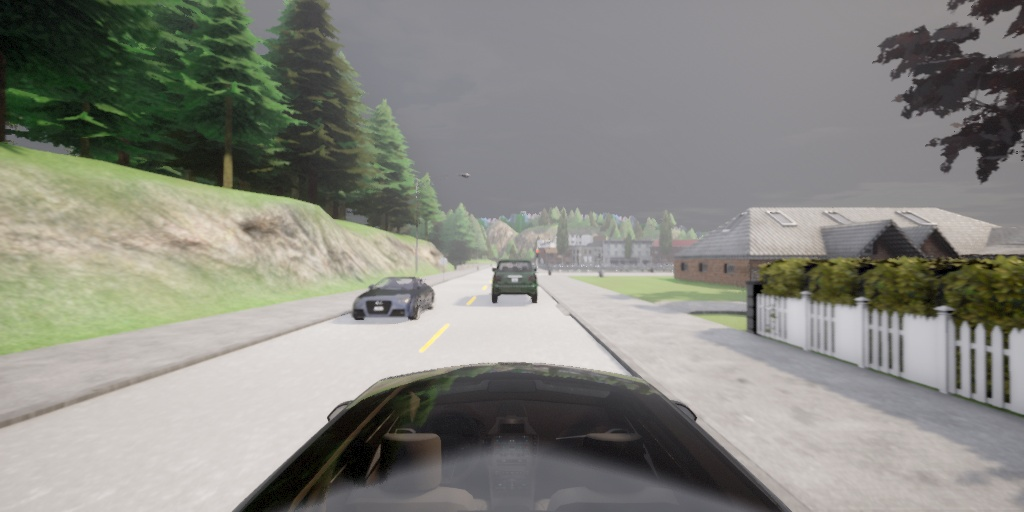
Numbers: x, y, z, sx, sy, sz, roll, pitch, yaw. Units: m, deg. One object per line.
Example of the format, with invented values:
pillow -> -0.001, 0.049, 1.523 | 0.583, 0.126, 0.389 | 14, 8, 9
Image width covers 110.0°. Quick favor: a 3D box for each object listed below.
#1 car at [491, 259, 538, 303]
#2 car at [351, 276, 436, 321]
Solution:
car -> 0.122, 1.158, 18.256 | 2.150, 2.045, 5.566 | 0, 0, 0
car -> -4.078, 1.440, 12.958 | 1.994, 1.385, 4.181 | 0, -1, 0
